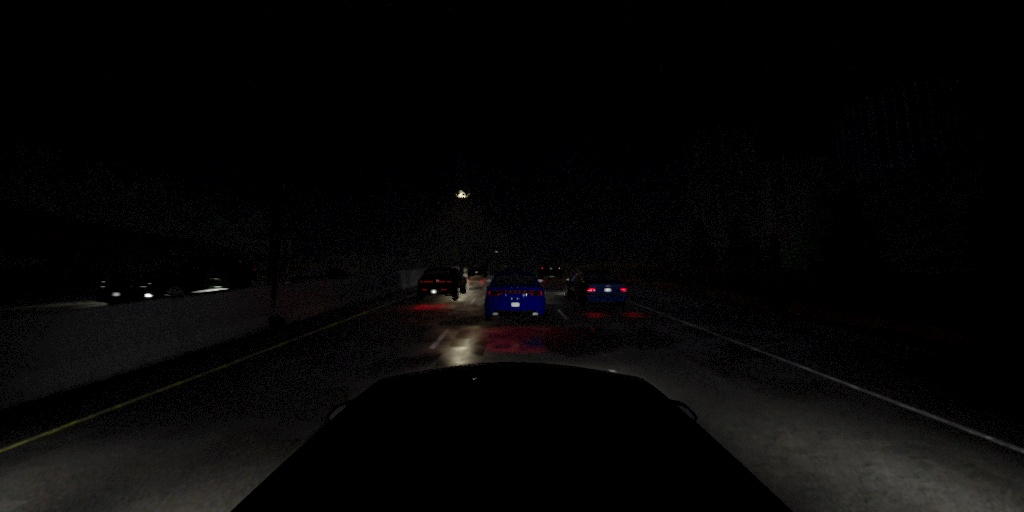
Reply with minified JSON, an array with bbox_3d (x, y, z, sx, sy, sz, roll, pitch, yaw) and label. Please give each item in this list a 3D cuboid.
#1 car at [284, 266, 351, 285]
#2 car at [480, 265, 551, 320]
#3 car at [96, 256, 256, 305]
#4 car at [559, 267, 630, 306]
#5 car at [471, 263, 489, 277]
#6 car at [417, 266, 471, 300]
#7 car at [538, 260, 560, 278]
[{"bbox_3d":[-10.601,1.323,19.974,1.812,1.442,4.674,0,0,0],"label":"car"},{"bbox_3d":[0.099,1.256,12.817,1.882,1.535,5.008,0,0,0],"label":"car"},{"bbox_3d":[-14.101,1.007,15.537,2.150,2.045,5.566,0,0,0],"label":"car"},{"bbox_3d":[3.599,1.334,15.974,2.033,1.411,5.357,0,0,0],"label":"car"},{"bbox_3d":[-3.416,1.441,36.750,1.812,1.442,4.674,0,-1,0],"label":"car"},{"bbox_3d":[-3.402,1.297,18.031,1.837,1.490,4.892,0,0,0],"label":"car"},{"bbox_3d":[3.597,1.230,35.145,2.097,1.767,4.553,0,-1,0],"label":"car"}]
